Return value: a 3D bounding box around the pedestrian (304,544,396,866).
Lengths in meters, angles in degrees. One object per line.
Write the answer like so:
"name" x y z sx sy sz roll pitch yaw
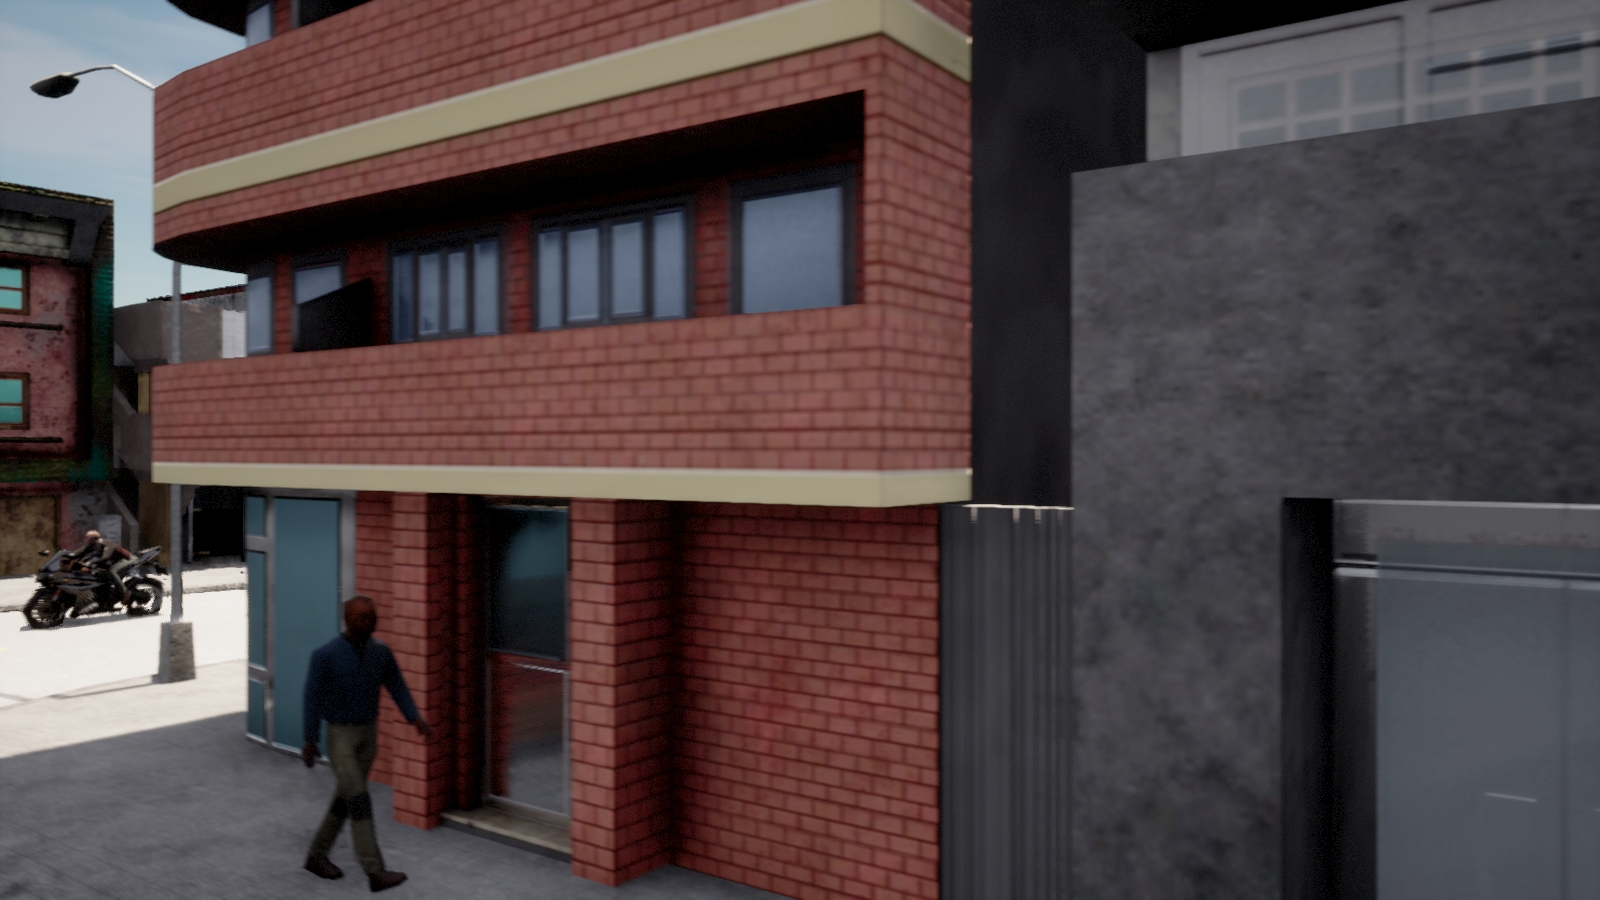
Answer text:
"pedestrian" -2.751 1.524 6.994 0.375 1.860 0.375 0 0 34

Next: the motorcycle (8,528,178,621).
"motorcycle" -11.473 1.985 18.629 0.867 1.251 2.209 1 0 29
